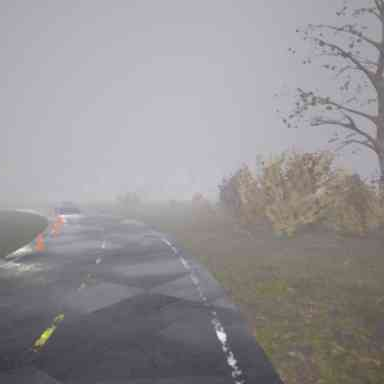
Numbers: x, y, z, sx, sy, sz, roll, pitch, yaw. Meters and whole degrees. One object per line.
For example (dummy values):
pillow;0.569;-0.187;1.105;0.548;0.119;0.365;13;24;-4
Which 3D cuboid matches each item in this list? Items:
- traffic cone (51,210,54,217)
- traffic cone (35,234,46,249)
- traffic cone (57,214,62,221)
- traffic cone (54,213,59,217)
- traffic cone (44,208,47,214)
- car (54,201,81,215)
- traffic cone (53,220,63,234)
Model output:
traffic cone;-13.053;2.019;31.279;0.340;0.580;0.340;0;0;-30
traffic cone;-6.100;1.977;13.376;0.340;0.580;0.340;0;0;-13
traffic cone;-8.918;1.987;22.584;0.340;0.580;0.340;0;0;-21
traffic cone;-10.825;2.000;27.007;0.340;0.580;0.340;0;0;-25
traffic cone;-15.587;2.041;35.378;0.340;0.580;0.340;0;0;-34
car;-13.261;1.649;35.352;1.994;1.385;4.181;0;0;-34
traffic cone;-7.340;1.980;18.031;0.340;0.580;0.340;0;0;-17
